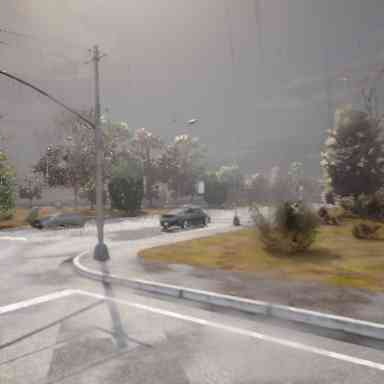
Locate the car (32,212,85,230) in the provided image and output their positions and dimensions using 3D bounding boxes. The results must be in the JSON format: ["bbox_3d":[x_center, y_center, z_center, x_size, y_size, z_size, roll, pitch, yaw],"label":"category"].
[{"bbox_3d":[-11.036,2.370,27.760,1.994,1.385,4.181,-3,-2,34],"label":"car"}]

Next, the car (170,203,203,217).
[{"bbox_3d":[-0.621,2.343,44.013,1.882,1.535,5.008,-3,-2,32],"label":"car"}]

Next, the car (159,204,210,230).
[{"bbox_3d":[-0.431,1.905,24.599,1.837,1.490,4.892,-2,-1,33],"label":"car"}]
